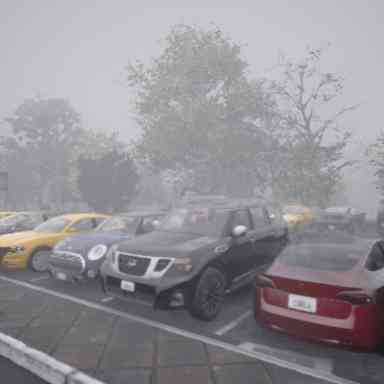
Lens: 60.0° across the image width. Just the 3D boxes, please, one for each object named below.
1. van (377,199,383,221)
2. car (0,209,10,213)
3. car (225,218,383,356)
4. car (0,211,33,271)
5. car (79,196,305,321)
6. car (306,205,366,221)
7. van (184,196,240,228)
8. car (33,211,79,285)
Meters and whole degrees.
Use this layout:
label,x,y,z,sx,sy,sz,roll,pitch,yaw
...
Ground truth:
label,x,y,z,sx,sy,sz,roll,pitch,yaw
van,10.631,1.259,16.891,1.878,1.987,4.442,0,0,36
car,-6.232,1.509,12.726,2.231,1.521,4.892,0,0,36
car,2.811,1.515,6.295,2.163,1.488,4.792,0,0,36
car,-3.976,1.493,11.116,2.097,1.535,5.008,0,0,36
car,0.518,1.234,7.862,2.435,2.045,5.566,0,0,36
car,8.305,1.485,18.401,2.231,1.521,4.892,0,0,36
van,1.519,1.281,23.401,1.878,1.987,4.442,0,0,36
car,-1.702,1.361,9.522,2.185,1.767,4.553,0,0,36
